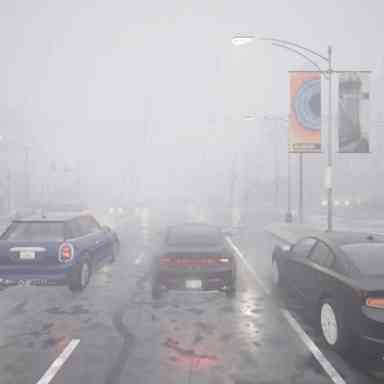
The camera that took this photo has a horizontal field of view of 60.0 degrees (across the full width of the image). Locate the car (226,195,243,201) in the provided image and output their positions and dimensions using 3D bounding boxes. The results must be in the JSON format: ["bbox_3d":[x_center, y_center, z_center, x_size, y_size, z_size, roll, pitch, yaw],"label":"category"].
[{"bbox_3d":[12.174,1.556,86.995,4.902,1.511,2.128,0,0,-37],"label":"car"}]

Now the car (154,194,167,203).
[{"bbox_3d":[-7.432,1.375,67.495,2.097,1.767,4.553,0,0,20],"label":"car"}]

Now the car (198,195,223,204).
[{"bbox_3d":[3.883,1.571,67.089,2.033,1.411,5.357,0,0,27],"label":"car"}]

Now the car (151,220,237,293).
[{"bbox_3d":[0.052,1.509,8.817,1.837,1.490,4.892,0,0,0],"label":"car"}]

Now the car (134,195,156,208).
[{"bbox_3d":[-7.063,1.565,48.465,2.033,1.411,5.357,0,0,1],"label":"car"}]

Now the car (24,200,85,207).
[{"bbox_3d":[-7.126,1.359,18.745,2.097,1.767,4.553,0,0,0],"label":"car"}]

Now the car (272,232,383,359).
[{"bbox_3d":[2.893,1.482,6.229,2.097,1.535,5.008,0,0,0],"label":"car"}]

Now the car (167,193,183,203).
[{"bbox_3d":[-3.392,1.249,68.169,2.150,2.045,5.566,0,0,22],"label":"car"}]

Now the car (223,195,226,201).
[{"bbox_3d":[7.492,1.557,87.927,4.902,1.511,2.128,0,0,-40],"label":"car"}]

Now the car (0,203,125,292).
[{"bbox_3d":[-3.446,1.355,9.118,2.097,1.767,4.553,0,0,0],"label":"car"}]

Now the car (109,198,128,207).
[{"bbox_3d":[-10.504,1.581,47.583,1.994,1.385,4.181,0,0,2],"label":"car"}]

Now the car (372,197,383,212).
[{"bbox_3d":[23.110,1.365,36.992,4.553,1.767,2.097,0,0,-1],"label":"car"}]

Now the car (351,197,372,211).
[{"bbox_3d":[21.843,1.367,40.482,4.553,1.767,2.097,0,0,-1],"label":"car"}]

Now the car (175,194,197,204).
[{"bbox_3d":[-1.130,1.587,63.647,1.994,1.385,4.181,0,0,18],"label":"car"}]

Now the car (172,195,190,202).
[{"bbox_3d":[-2.618,1.552,77.011,1.812,1.442,4.674,0,0,33],"label":"car"}]
